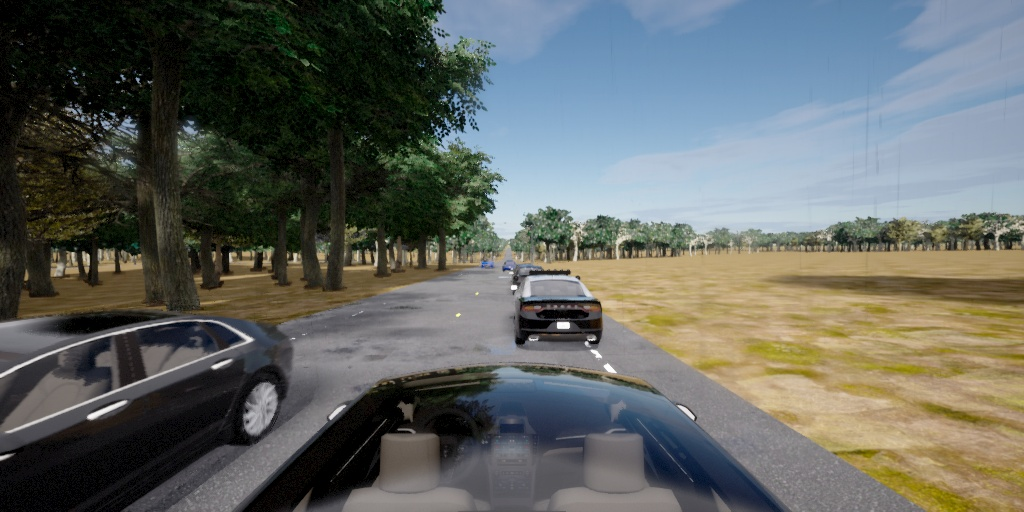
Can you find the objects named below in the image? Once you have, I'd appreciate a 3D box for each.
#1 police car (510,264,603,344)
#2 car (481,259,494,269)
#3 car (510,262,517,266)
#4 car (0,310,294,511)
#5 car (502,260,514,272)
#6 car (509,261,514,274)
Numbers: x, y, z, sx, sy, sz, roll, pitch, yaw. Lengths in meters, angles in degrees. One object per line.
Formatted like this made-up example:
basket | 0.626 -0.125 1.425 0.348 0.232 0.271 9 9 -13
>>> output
police car | 1.001 1.171 9.676 1.930 1.638 5.238 0 0 0
car | -3.841 1.277 56.846 1.882 1.535 5.008 0 0 0
car | 0.940 1.251 19.569 1.837 1.490 4.892 0 0 0
car | -3.603 1.254 2.479 1.837 1.490 4.892 0 0 0
car | -0.254 1.335 47.265 1.994 1.385 4.181 0 0 0
car | 0.903 1.273 25.572 1.812 1.442 4.674 0 0 0
